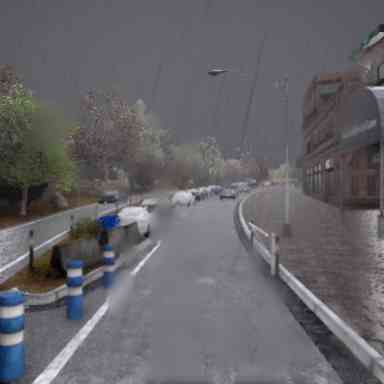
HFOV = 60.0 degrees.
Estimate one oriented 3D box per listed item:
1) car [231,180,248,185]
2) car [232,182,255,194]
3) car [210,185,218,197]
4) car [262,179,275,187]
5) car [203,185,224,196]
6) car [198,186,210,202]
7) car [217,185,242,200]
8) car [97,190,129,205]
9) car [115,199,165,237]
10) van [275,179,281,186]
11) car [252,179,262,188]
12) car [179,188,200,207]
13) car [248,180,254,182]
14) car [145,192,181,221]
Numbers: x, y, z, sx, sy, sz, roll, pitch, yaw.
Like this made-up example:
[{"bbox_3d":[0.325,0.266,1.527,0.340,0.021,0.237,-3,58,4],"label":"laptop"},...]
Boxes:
[{"bbox_3d":[8.870,-1.070,66.791,2.231,1.521,4.892,-3,2,24],"label":"car"},{"bbox_3d":[8.594,-0.481,55.511,2.033,1.411,5.357,0,3,19],"label":"car"},{"bbox_3d":[1.694,0.016,45.644,2.231,1.521,4.892,0,3,15],"label":"car"},{"bbox_3d":[19.190,-2.133,86.799,1.946,1.575,5.366,-2,2,33],"label":"car"},{"bbox_3d":[3.434,-0.298,51.720,2.097,1.535,5.008,0,3,17],"label":"car"},{"bbox_3d":[0.373,0.312,40.097,2.097,1.535,5.008,0,3,13],"label":"car"},{"bbox_3d":[4.810,0.203,42.566,1.994,1.385,4.181,0,3,14],"label":"car"},{"bbox_3d":[-7.929,0.482,33.945,2.033,1.411,5.357,0,3,4],"label":"car"},{"bbox_3d":[-2.900,1.443,17.476,2.002,1.452,4.674,-2,2,3],"label":"car"},{"bbox_3d":[22.138,-2.592,91.446,1.878,1.987,4.442,-2,2,31],"label":"van"},{"bbox_3d":[13.615,-1.861,76.926,2.435,2.045,5.566,-3,2,27],"label":"car"},{"bbox_3d":[-0.873,0.652,33.999,2.002,1.452,4.674,-1,3,11],"label":"car"},{"bbox_3d":[11.153,-1.340,71.888,2.231,1.521,4.892,-3,2,25],"label":"car"},{"bbox_3d":[-2.469,1.095,23.595,2.097,1.535,5.008,1,3,9],"label":"car"}]
